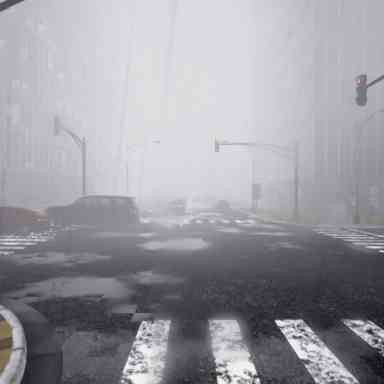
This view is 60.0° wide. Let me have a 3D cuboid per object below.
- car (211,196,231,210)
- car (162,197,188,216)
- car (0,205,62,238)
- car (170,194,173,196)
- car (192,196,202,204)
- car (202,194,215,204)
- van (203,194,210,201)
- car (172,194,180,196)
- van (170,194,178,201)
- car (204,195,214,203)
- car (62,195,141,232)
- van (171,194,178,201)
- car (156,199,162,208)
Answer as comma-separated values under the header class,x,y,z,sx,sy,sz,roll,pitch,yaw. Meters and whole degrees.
class,x,y,z,sx,sy,sz,roll,pitch,yaw
car,3.804,1.579,41.840,1.947,1.339,4.313,0,0,0
car,-1.599,1.564,33.645,2.033,1.411,5.357,0,0,0
car,-9.159,1.380,16.234,4.674,1.442,1.812,1,0,-3
car,-4.284,1.564,63.892,1.947,1.339,4.313,0,0,0
car,1.119,1.522,65.362,1.812,1.442,4.674,0,0,0
car,3.596,1.313,63.948,2.192,1.841,5.009,0,0,0
van,3.477,1.321,80.531,1.690,1.788,3.998,0,0,0
car,-1.737,1.498,54.234,2.128,1.511,4.902,0,0,0
van,-4.403,1.321,80.474,1.690,1.788,3.998,0,0,0
car,3.556,1.432,69.476,1.967,1.590,4.097,0,0,0
car,-5.828,1.184,19.661,5.566,2.045,2.150,2,0,-2
van,-4.443,1.315,86.001,1.690,1.788,3.998,0,0,0
car,-4.165,1.592,47.309,1.802,1.307,4.206,0,0,0
